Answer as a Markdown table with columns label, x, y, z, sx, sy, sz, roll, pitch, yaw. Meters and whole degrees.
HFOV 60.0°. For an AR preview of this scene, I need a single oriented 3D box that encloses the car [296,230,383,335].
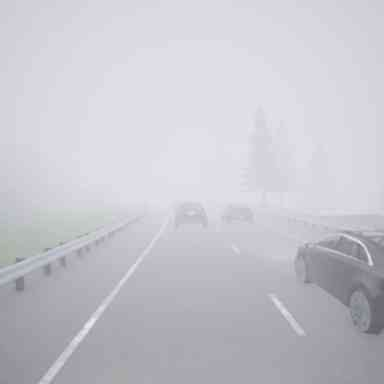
| label | x | y | z | sx | sy | sz | roll | pitch | yaw |
| --- | --- | --- | --- | --- | --- | --- | --- | --- | --- |
| car | 3.599 | 1.509 | 6.734 | 2.128 | 1.511 | 4.902 | 0 | 0 | 0 |

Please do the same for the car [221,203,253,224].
| label | x | y | z | sx | sy | sz | roll | pitch | yaw |
| --- | --- | --- | --- | --- | --- | --- | --- | --- | --- |
| car | 3.300 | 1.553 | 25.018 | 2.128 | 1.511 | 4.902 | 0 | 0 | -2 |

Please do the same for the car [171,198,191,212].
| label | x | y | z | sx | sy | sz | roll | pitch | yaw |
| --- | --- | --- | --- | --- | --- | --- | --- | --- | --- |
| car | -1.383 | 1.591 | 40.790 | 2.128 | 1.511 | 4.902 | 0 | 0 | -6 |

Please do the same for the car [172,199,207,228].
| label | x | y | z | sx | sy | sz | roll | pitch | yaw |
| --- | --- | --- | --- | --- | --- | --- | --- | --- | --- |
| car | -0.121 | 1.408 | 22.988 | 2.097 | 1.767 | 4.553 | 0 | 0 | -2 |
